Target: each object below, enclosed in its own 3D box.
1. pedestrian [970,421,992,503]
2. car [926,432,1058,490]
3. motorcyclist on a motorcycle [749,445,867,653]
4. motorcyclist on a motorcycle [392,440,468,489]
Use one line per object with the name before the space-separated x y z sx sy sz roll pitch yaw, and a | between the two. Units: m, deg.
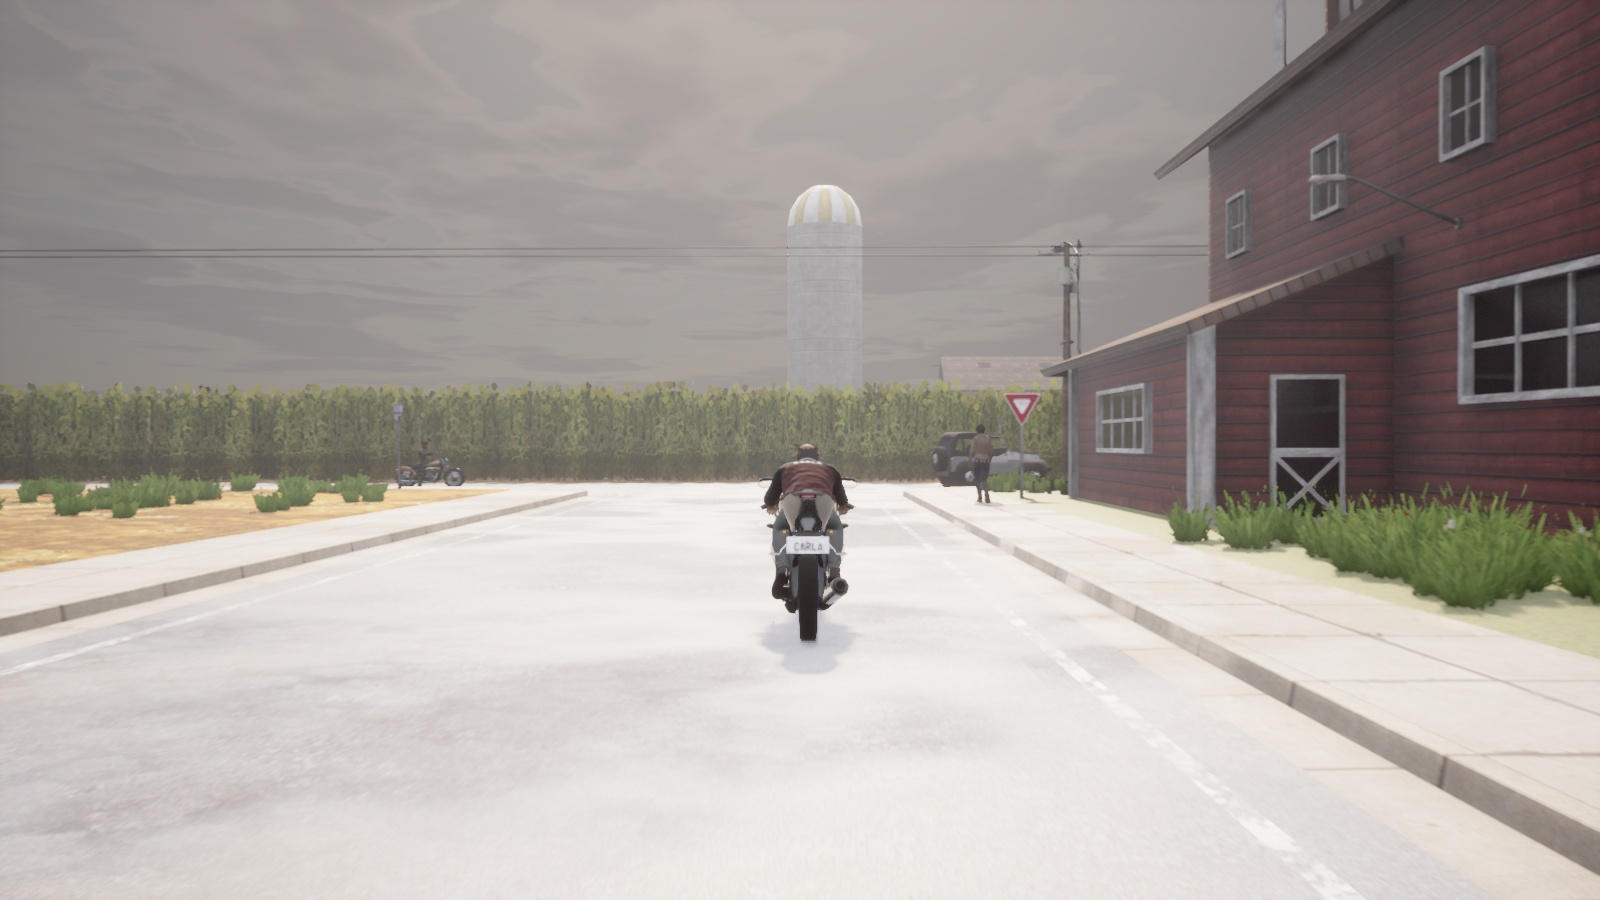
pedestrian | 4.062 0.259 28.142 0.328 1.805 0.869 0 0 -2
car | 6.323 0.346 41.539 3.866 1.878 1.905 0 0 -14
motorcyclist on a motorcycle | 0.065 0.725 10.364 0.866 1.530 2.191 0 0 0
motorcyclist on a motorcycle | -12.557 0.483 42.616 2.350 1.649 0.766 0 0 1
